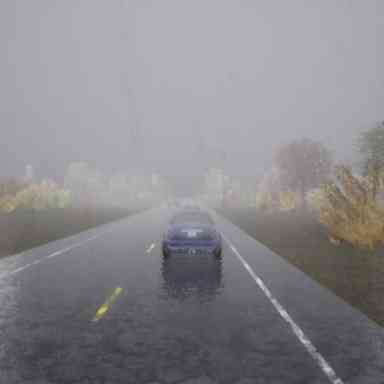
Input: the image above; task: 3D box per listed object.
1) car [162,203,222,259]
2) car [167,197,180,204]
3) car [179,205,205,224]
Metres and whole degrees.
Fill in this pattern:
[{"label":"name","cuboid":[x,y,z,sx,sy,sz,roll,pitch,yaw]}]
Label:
[{"label":"car","cuboid":[0.013,1.494,13.433,2.097,1.767,4.553,0,-1,0]},{"label":"car","cuboid":[-3.543,1.930,64.549,2.150,2.045,5.566,0,-1,0]},{"label":"car","cuboid":[0.012,1.867,28.387,1.994,1.385,4.181,0,-1,0]}]
